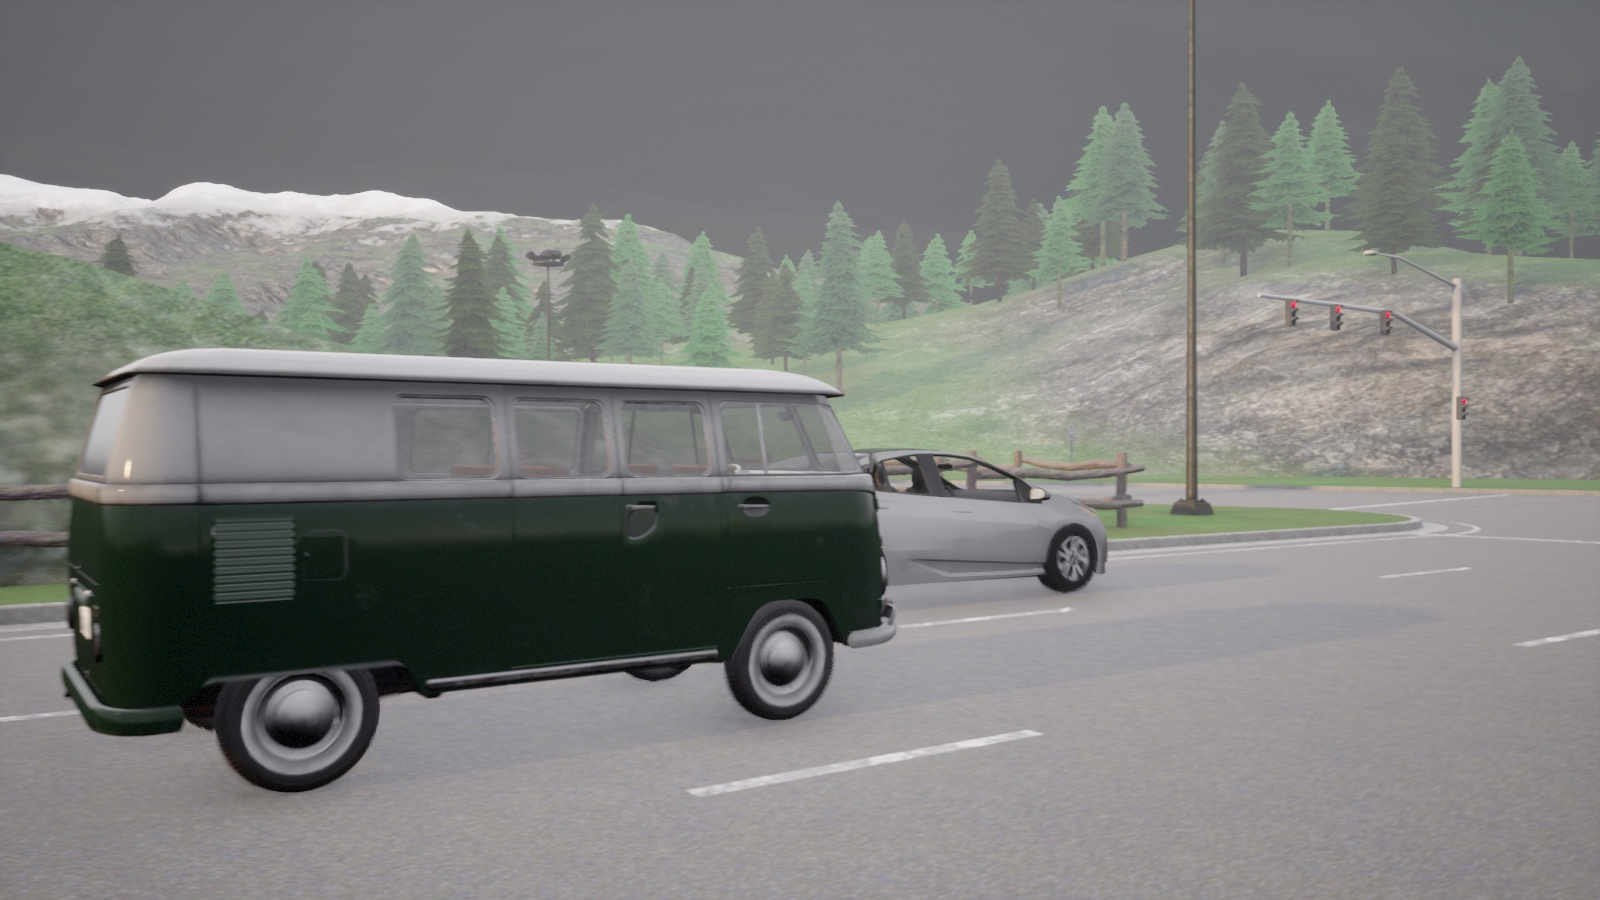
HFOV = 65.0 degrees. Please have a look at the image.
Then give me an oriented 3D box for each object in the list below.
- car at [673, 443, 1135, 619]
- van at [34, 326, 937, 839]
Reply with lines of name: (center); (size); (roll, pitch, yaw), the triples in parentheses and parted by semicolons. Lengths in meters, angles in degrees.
car: (1.160, 0.701, 12.996); (4.514, 1.525, 2.007); (0, 0, -35)
van: (-1.525, 0.511, 6.863); (4.442, 1.987, 1.775); (0, 0, -35)
